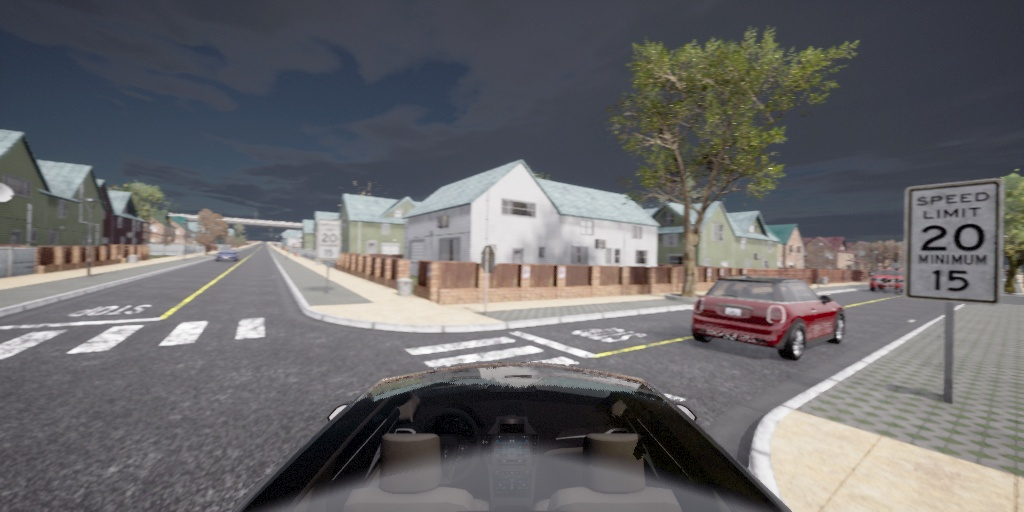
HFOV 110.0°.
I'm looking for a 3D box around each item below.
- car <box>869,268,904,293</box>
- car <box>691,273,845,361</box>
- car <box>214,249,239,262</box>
[{"bbox_3d":[33.698,2.128,31.784,5.566,2.045,2.150,2,-1,-35],"label":"car"},{"bbox_3d":[6.614,1.310,9.148,4.553,1.767,2.097,2,-1,-35],"label":"car"},{"bbox_3d":[-33.001,-0.126,41.651,1.812,1.442,4.674,2,1,-35],"label":"car"}]
